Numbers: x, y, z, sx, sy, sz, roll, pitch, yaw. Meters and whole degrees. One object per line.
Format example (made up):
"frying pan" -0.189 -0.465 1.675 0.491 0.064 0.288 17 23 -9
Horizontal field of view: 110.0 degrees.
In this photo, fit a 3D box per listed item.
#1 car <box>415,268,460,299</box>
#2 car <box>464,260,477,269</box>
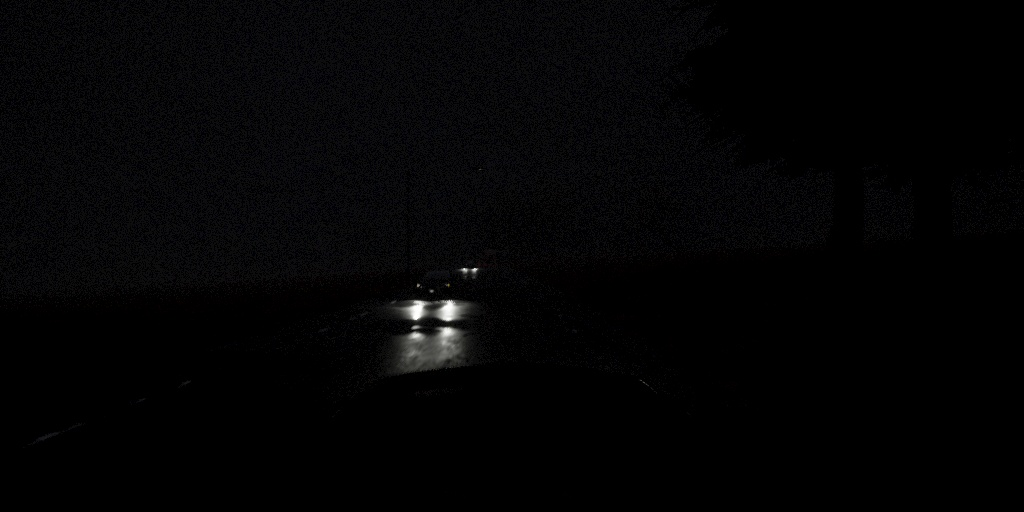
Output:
"car" -3.899 1.411 19.400 1.812 1.442 4.674 0 0 -2
"car" -7.014 1.403 60.778 1.812 1.442 4.674 0 0 -6
